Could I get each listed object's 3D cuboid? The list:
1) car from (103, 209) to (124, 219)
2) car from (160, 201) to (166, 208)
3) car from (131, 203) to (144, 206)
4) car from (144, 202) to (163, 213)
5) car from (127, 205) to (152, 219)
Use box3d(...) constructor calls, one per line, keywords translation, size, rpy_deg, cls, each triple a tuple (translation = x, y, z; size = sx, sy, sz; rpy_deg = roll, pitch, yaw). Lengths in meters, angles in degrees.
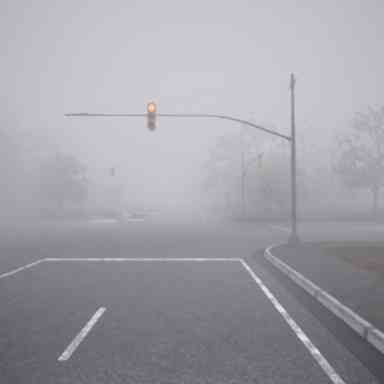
box3d(translation=(-10.650, 2.953, 45.271), size=(1.895, 1.301, 4.718), rpy_deg=(0, -1, 0), cls="car")
box3d(translation=(-7.100, 2.910, 76.963), size=(2.033, 1.411, 5.357), rpy_deg=(0, 1, 0), cls="car")
box3d(translation=(-10.633, 3.132, 61.291), size=(1.895, 1.301, 4.718), rpy_deg=(0, 0, 0), cls="car")
box3d(translation=(-7.132, 3.078, 61.384), size=(2.033, 1.411, 5.357), rpy_deg=(0, 0, 0), cls="car")
box3d(translation=(-7.151, 2.904, 45.447), size=(2.033, 1.411, 5.357), rpy_deg=(0, -1, 0), cls="car")
